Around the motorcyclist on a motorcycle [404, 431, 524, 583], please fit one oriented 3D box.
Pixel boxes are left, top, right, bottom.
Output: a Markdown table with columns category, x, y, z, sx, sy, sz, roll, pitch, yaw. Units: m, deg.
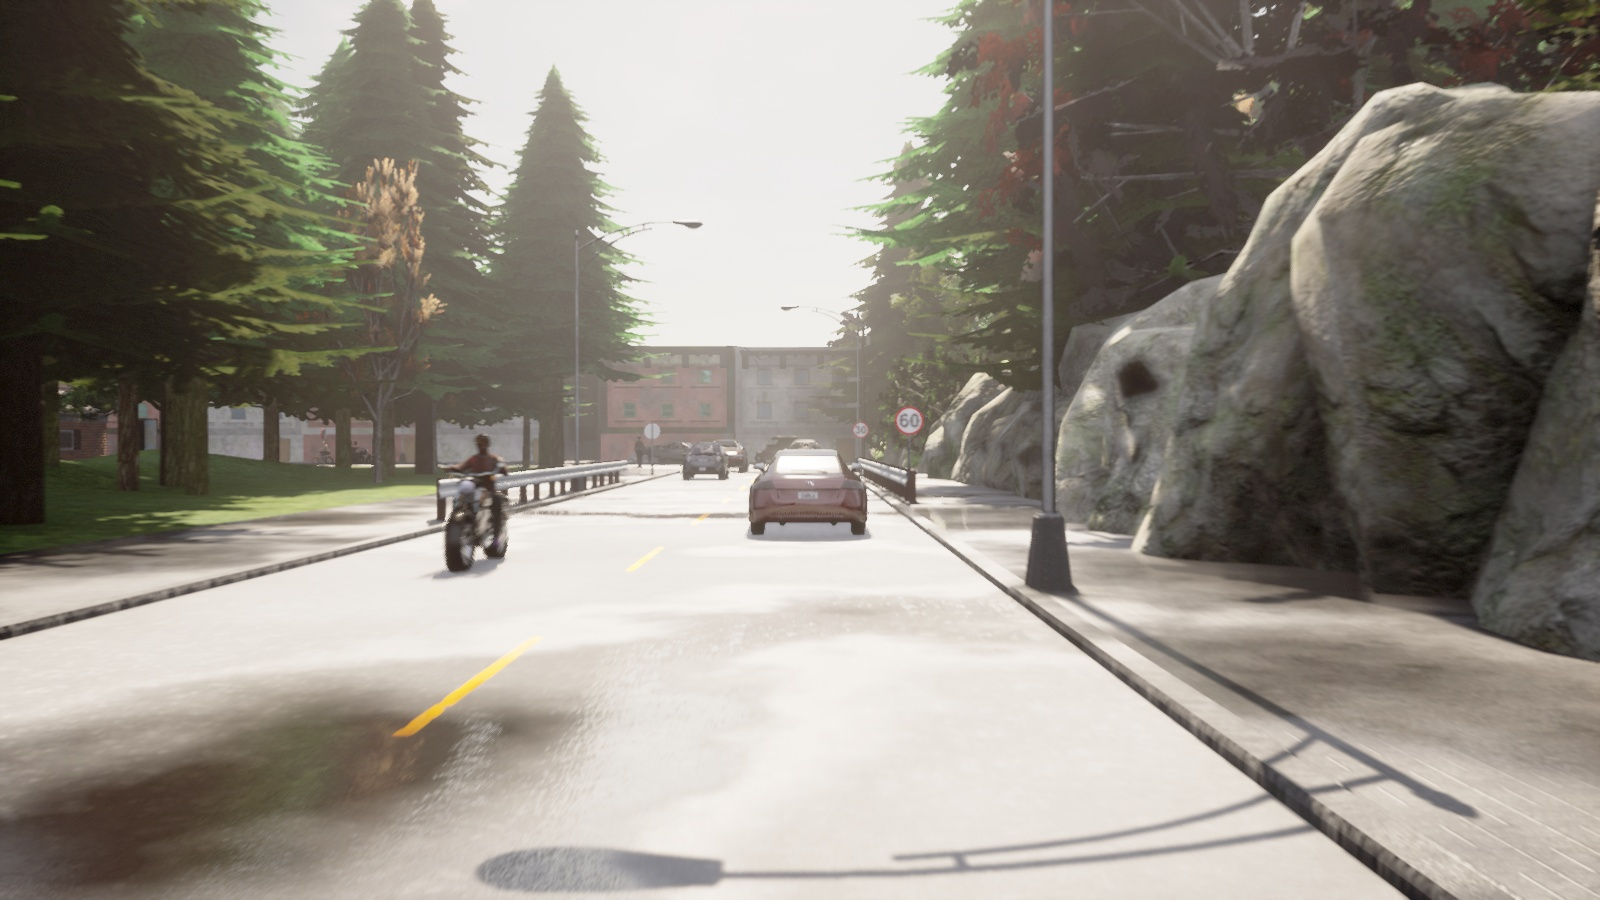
| category | x | y | z | sx | sy | sz | roll | pitch | yaw |
| --- | --- | --- | --- | --- | --- | --- | --- | --- | --- |
| motorcyclist on a motorcycle | -3.900 | 0.606 | 14.783 | 0.766 | 1.649 | 2.350 | 0 | 1 | 0 |

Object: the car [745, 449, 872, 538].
| category | x | y | z | sx | sy | sz | roll | pitch | yaw |
| --- | --- | --- | --- | --- | --- | --- | --- | --- | --- |
| car | 0.139 | 0.681 | 21.849 | 1.994 | 1.385 | 4.181 | 0 | 0 | 0 |

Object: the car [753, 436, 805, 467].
| category | x | y | z | sx | sy | sz | roll | pitch | yaw |
| --- | --- | --- | --- | --- | --- | --- | --- | --- | --- |
| car | -1.297 | 0.085 | 77.283 | 1.905 | 1.878 | 3.866 | 0 | 0 | -23 |

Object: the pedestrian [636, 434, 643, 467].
| category | x | y | z | sx | sy | sz | roll | pitch | yaw |
| --- | --- | --- | --- | --- | --- | --- | --- | --- | --- |
| pedestrian | -8.893 | 0.037 | 69.444 | 0.328 | 1.805 | 0.869 | 0 | 0 | -3 |

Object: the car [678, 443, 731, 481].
| category | x | y | z | sx | sy | sz | roll | pitch | yaw |
| --- | --- | --- | --- | --- | --- | --- | --- | --- | --- |
| car | -3.798 | 0.459 | 50.461 | 1.845 | 1.501 | 3.633 | 0 | 0 | 0 |

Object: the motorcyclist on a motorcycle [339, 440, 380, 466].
| category | x | y | z | sx | sy | sz | roll | pitch | yaw |
| --- | --- | --- | --- | --- | --- | --- | --- | --- | --- |
| motorcyclist on a motorcycle | -28.033 | 0.201 | 79.894 | 2.350 | 1.649 | 0.766 | 0 | 0 | 0 |

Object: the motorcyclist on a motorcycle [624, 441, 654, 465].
| category | x | y | z | sx | sy | sz | roll | pitch | yaw |
| --- | --- | --- | --- | --- | --- | --- | --- | --- | --- |
| motorcyclist on a motorcycle | -10.686 | 0.197 | 83.536 | 1.817 | 1.590 | 0.866 | 0 | 1 | 7 |

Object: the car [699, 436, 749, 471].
| category | x | y | z | sx | sy | sz | roll | pitch | yaw |
| --- | --- | --- | --- | --- | --- | --- | --- | --- | --- |
| car | -3.756 | 0.149 | 62.897 | 2.152 | 1.651 | 5.027 | 0 | 0 | 0 |

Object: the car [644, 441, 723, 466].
| category | x | y | z | sx | sy | sz | roll | pitch | yaw |
| --- | --- | --- | --- | --- | --- | --- | --- | --- | --- |
| car | -7.259 | 0.225 | 78.223 | 4.514 | 1.525 | 2.007 | 0 | 0 | 27 |

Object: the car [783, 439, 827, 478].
| category | x | y | z | sx | sy | sz | roll | pitch | yaw |
| --- | --- | --- | --- | --- | --- | --- | --- | --- | --- |
| car | 0.207 | 0.326 | 53.824 | 1.851 | 1.617 | 3.988 | 0 | 0 | 0 |
